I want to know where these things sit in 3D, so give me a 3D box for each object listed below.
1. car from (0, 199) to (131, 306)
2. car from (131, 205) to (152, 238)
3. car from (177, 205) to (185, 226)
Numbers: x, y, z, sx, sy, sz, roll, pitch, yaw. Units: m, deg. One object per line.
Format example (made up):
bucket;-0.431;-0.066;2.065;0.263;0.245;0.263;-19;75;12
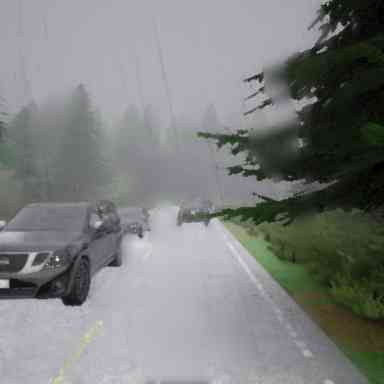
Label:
car;-3.216;1.217;8.389;2.150;2.045;5.566;0;0;0
car;-3.234;1.488;17.605;1.837;1.490;4.892;0;0;1
car;0.085;1.331;23.472;2.097;1.767;4.553;0;0;0
